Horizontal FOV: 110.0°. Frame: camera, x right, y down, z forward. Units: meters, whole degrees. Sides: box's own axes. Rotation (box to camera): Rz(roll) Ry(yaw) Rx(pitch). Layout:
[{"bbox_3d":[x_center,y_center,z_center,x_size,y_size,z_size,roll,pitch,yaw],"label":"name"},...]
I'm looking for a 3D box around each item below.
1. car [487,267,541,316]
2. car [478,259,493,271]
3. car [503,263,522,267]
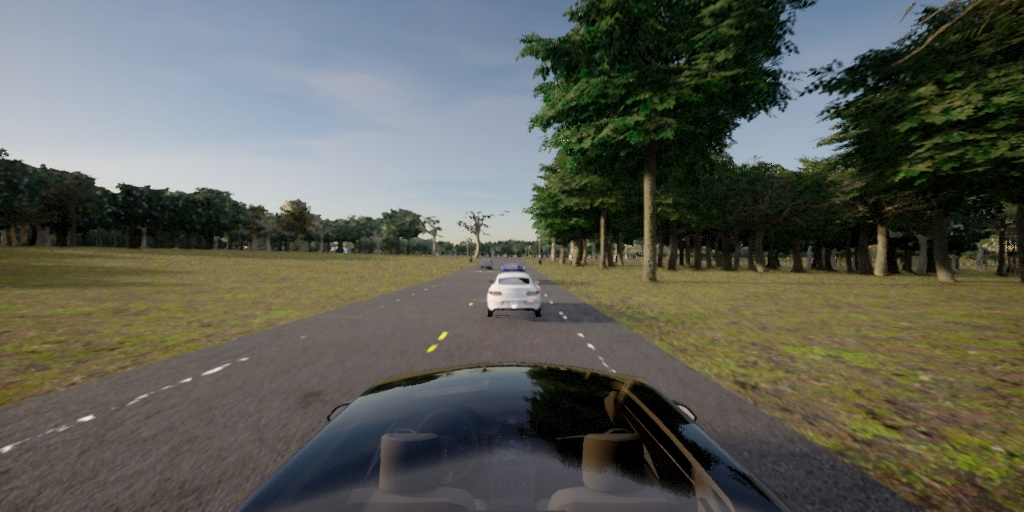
[{"bbox_3d":[0.077,1.319,13.419,1.812,1.442,4.674,0,0,0],"label":"car"},{"bbox_3d":[-3.573,1.217,49.339,1.837,1.490,4.892,0,1,0],"label":"car"},{"bbox_3d":[0.081,1.283,28.993,1.882,1.535,5.008,0,0,0],"label":"car"}]
